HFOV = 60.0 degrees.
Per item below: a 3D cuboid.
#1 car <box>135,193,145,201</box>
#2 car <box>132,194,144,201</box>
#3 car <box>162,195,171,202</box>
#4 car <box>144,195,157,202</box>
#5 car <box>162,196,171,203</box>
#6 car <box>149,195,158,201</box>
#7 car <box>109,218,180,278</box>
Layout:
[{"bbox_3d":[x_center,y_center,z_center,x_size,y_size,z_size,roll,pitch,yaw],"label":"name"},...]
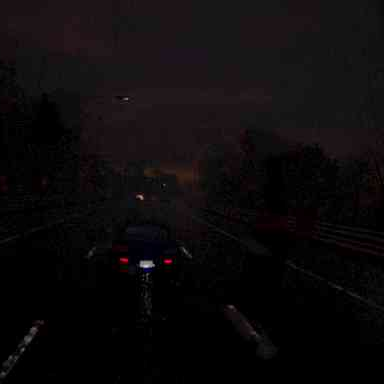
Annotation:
[{"bbox_3d":[-13.840,1.289,88.957,2.097,1.767,4.553,4,-1,-3],"label":"car"},{"bbox_3d":[-13.183,1.530,79.037,1.895,1.301,4.718,4,-1,-4],"label":"car"},{"bbox_3d":[-6.923,1.792,90.225,2.097,1.767,4.553,4,-1,-3],"label":"car"},{"bbox_3d":[-9.706,1.760,79.354,1.895,1.301,4.718,4,-1,-4],"label":"car"},{"bbox_3d":[-6.281,1.954,80.405,1.994,1.385,4.181,4,-1,-4],"label":"car"},{"bbox_3d":[-10.391,1.663,89.621,1.882,1.535,5.008,4,-1,-3],"label":"car"},{"bbox_3d":[-1.437,1.527,10.106,1.812,1.442,4.674,4,-1,-9],"label":"car"}]
